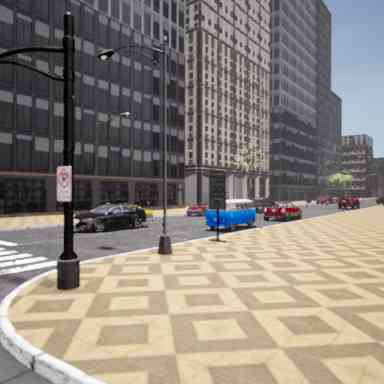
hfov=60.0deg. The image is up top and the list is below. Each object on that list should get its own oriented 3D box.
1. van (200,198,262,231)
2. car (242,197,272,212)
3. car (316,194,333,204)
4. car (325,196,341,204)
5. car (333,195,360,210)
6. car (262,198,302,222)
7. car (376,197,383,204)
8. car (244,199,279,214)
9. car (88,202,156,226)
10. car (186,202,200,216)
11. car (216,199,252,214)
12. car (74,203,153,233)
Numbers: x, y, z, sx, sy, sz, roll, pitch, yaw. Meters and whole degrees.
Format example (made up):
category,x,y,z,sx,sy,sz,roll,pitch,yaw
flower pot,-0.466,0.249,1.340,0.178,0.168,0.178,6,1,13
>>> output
category,x,y,z,sx,sy,sz,roll,pitch,yaw
van,2.478,1.361,20.377,1.690,1.788,3.998,0,0,38
car,8.022,1.459,40.620,1.967,1.590,4.097,0,0,38
car,25.032,1.369,62.633,2.192,1.841,5.009,0,0,38
car,28.434,1.613,67.035,2.008,1.369,4.403,0,0,38
car,21.061,1.362,44.606,2.192,1.841,5.009,0,0,38
car,7.453,1.465,26.996,1.967,1.590,4.097,0,0,38
car,38.070,1.653,66.617,1.947,1.339,4.313,0,0,38
car,7.613,1.525,36.040,1.837,1.490,4.892,0,0,38
car,-4.905,1.527,24.104,1.752,1.417,4.829,0,0,38
car,1.217,1.591,31.815,1.802,1.307,4.206,0,0,38
car,4.620,1.558,36.218,1.887,1.381,4.507,0,0,38
car,-4.872,1.494,19.906,2.128,1.511,4.902,0,0,38
